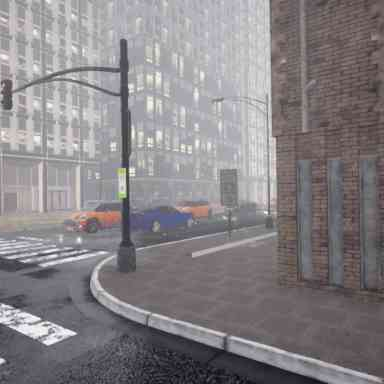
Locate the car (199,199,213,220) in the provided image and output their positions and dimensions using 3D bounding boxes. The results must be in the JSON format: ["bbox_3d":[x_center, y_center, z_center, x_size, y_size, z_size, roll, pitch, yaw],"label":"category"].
[{"bbox_3d":[-0.181,1.432,27.077,2.097,1.767,4.553,-1,-1,36],"label":"car"}]

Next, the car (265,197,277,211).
[{"bbox_3d":[11.035,1.471,42.556,2.097,1.767,4.553,-1,-1,36],"label":"car"}]

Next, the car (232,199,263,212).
[{"bbox_3d":[6.953,1.689,41.383,1.752,1.417,4.829,-2,-1,36],"label":"car"}]

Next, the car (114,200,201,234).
[{"bbox_3d":[-1.826,1.481,19.330,1.882,1.535,5.008,-1,-1,36],"label":"car"}]

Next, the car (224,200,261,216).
[{"bbox_3d":[5.095,1.590,34.374,2.128,1.511,4.902,-1,-1,36],"label":"car"}]

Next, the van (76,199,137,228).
[{"bbox_3d":[-5.946,1.460,23.520,1.690,1.788,3.998,-2,-1,36],"label":"van"}]

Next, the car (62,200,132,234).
[{"bbox_3d":[-5.385,1.416,19.921,2.097,1.767,4.553,-1,-1,37],"label":"car"}]
